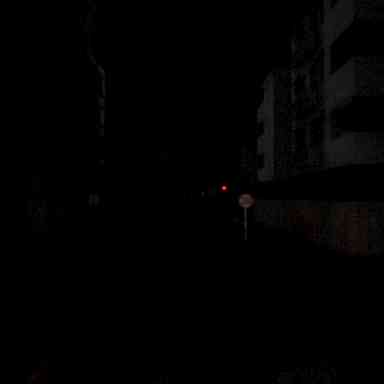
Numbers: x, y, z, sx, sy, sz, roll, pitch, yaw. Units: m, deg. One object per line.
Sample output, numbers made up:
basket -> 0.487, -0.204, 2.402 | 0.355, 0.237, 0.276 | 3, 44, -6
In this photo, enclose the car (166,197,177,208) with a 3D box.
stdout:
car -> -3.988, 2.246, 64.316 | 2.033, 1.411, 5.357 | 0, -1, 0
